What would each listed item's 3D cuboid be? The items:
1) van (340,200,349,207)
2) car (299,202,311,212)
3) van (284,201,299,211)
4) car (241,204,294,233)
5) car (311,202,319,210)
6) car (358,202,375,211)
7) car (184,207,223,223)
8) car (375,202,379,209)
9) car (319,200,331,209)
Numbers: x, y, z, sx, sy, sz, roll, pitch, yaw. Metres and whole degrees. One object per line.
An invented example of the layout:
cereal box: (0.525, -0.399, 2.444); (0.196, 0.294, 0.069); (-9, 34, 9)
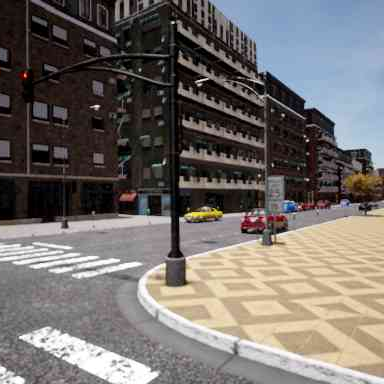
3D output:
van: (39.872, 2.937, 86.770); (1.690, 1.788, 3.998); (-2, -2, 35)
car: (17.329, 2.416, 54.277); (1.967, 1.590, 4.097); (-2, -2, 35)
van: (14.102, 2.229, 49.642); (1.690, 1.788, 3.998); (-2, -2, 35)
car: (4.803, 1.778, 21.707); (1.967, 1.590, 4.097); (-2, -2, 35)
car: (20.557, 2.609, 58.912); (1.887, 1.381, 4.507); (-2, -2, 35)
car: (30.610, 2.610, 58.807); (1.947, 1.339, 4.313); (-2, -2, 35)
car: (1.105, 2.058, 30.945); (1.752, 1.417, 4.829); (-2, -2, 35)
car: (37.061, 2.771, 68.082); (2.008, 1.369, 4.403); (-2, -2, 35)
car: (27.005, 2.556, 68.195); (2.192, 1.841, 5.009); (-2, -2, 35)
